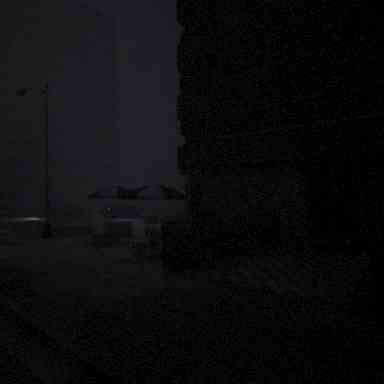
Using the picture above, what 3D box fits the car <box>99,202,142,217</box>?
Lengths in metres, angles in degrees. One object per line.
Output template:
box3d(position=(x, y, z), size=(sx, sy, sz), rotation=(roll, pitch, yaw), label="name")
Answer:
box3d(position=(-7.402, 1.808, 34.702), size=(1.812, 1.442, 4.674), rotation=(-1, 0, 43), label="car")

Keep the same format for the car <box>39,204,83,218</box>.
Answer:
box3d(position=(-13.279, 1.871, 33.830), size=(1.994, 1.385, 4.181), rotation=(-1, 0, 43), label="car")
